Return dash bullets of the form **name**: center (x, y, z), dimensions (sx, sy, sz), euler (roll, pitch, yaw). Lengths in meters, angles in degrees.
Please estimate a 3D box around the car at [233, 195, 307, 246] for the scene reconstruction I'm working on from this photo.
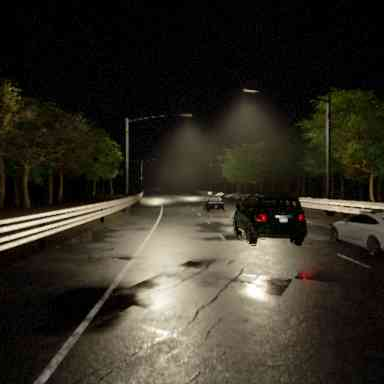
- **car**: center (3.291, 1.121, 14.980), dimensions (2.150, 2.045, 5.566), euler (0, 0, -2)

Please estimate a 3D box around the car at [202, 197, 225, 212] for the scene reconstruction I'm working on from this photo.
- **car**: center (2.181, 1.232, 34.731), dimensions (2.128, 1.511, 4.902), euler (0, 1, -4)

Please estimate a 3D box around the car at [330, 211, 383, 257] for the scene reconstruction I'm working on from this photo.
- **car**: center (6.867, 1.439, 12.357), dimensions (1.812, 1.442, 4.674), euler (0, 0, -2)

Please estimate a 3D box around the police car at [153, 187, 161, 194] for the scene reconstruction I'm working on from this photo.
- **police car**: center (-9.770, -0.238, 95.002), dimensions (1.930, 1.638, 5.238), euler (0, 1, -8)

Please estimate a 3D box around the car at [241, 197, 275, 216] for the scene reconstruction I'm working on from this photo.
- **car**: center (5.984, 1.278, 30.657), dimensions (1.837, 1.490, 4.892), euler (0, 0, -4)
